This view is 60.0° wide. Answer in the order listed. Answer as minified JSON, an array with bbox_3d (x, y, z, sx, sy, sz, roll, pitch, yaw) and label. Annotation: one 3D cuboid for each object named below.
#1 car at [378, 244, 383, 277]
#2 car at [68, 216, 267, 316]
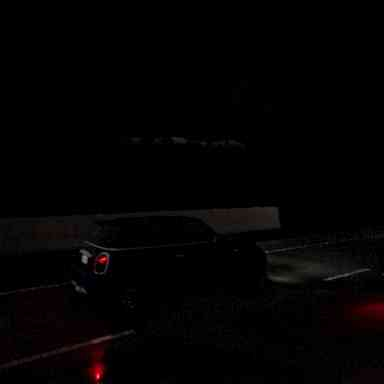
[{"bbox_3d":[6.491,1.454,8.199,4.892,1.490,1.837,0,0,-34],"label":"car"},{"bbox_3d":[-0.368,1.331,7.734,4.553,1.767,2.097,0,0,-35],"label":"car"}]
